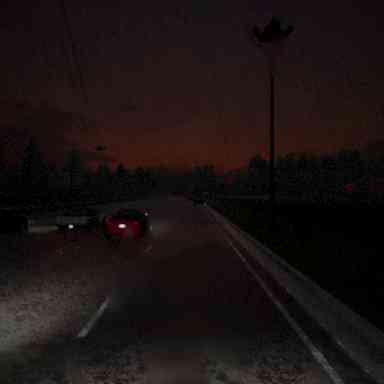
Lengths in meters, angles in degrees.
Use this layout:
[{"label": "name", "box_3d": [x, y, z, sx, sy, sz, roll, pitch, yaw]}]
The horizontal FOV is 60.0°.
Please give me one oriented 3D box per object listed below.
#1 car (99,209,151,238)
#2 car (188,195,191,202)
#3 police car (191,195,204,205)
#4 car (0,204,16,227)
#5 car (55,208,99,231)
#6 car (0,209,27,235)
[{"label": "car", "box_3d": [-3.403, 1.643, 18.218, 1.994, 1.385, 4.181, 0, 0, 0]}, {"label": "car", "box_3d": [-0.016, 1.702, 83.750, 1.837, 1.490, 4.892, 0, 0, 0]}, {"label": "police car", "box_3d": [1.213, 1.700, 63.428, 1.930, 1.638, 5.238, 0, 0, 0]}, {"label": "car", "box_3d": [-13.918, 1.623, 22.315, 1.812, 1.442, 4.674, 0, 0, 0]}, {"label": "car", "box_3d": [-6.904, 1.693, 21.196, 1.895, 1.301, 4.718, 0, 0, 0]}, {"label": "car", "box_3d": [-10.403, 1.553, 17.145, 1.882, 1.535, 5.008, 0, 0, 0]}]
